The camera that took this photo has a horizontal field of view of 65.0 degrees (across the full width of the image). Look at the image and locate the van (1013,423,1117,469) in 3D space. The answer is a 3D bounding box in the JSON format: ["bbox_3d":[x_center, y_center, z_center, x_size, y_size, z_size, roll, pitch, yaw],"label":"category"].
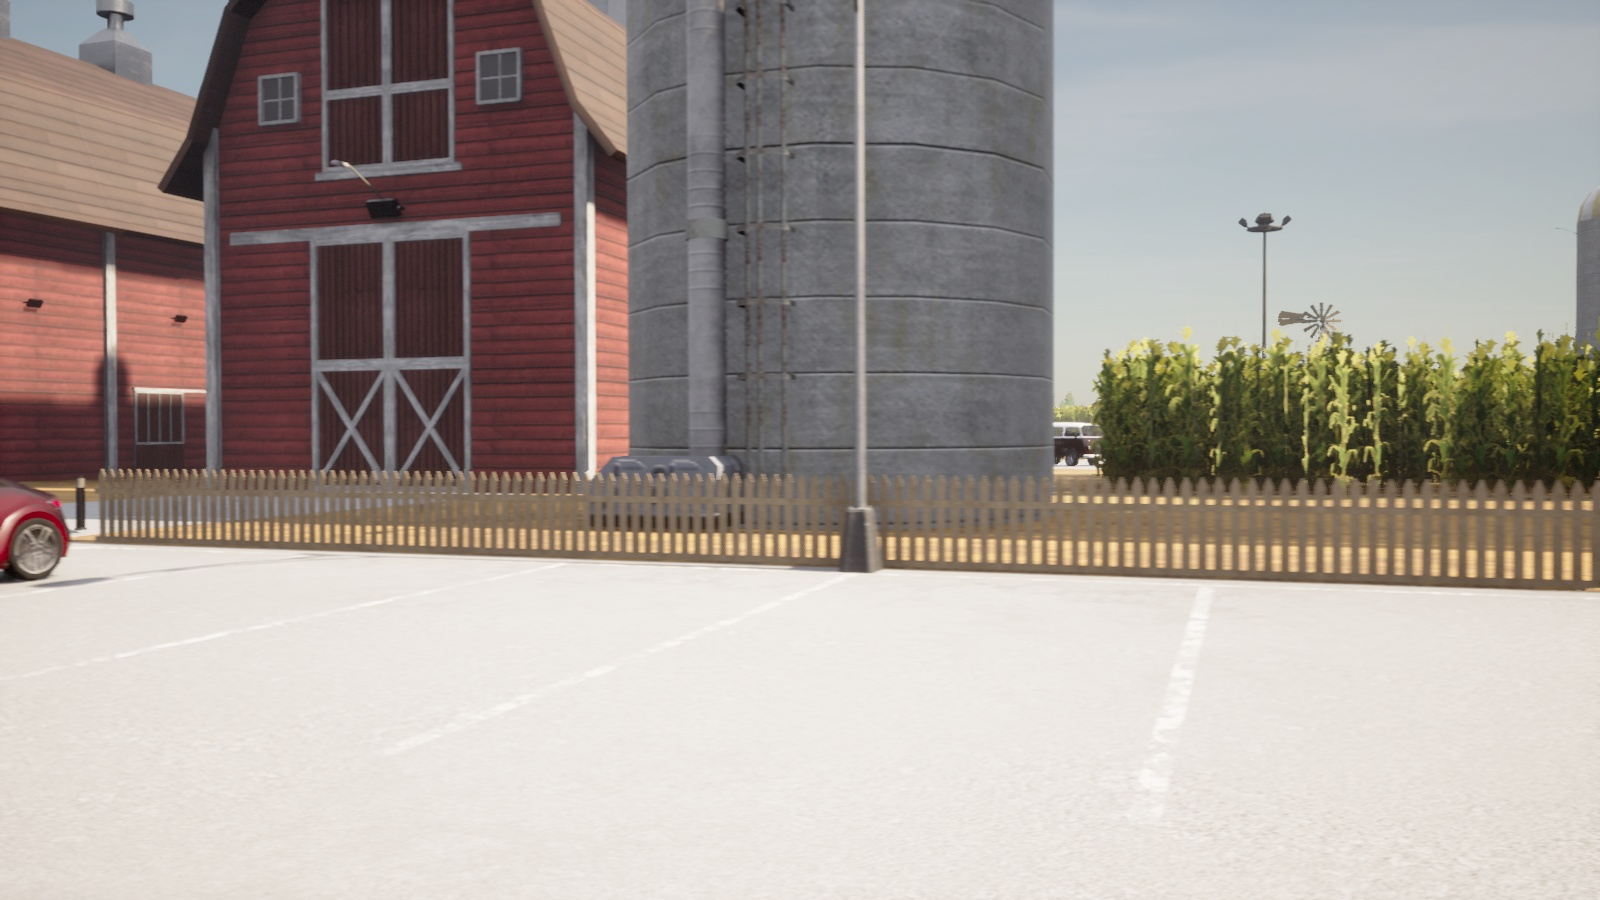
[{"bbox_3d":[12.189,-0.194,58.065,2.069,2.038,4.480,0,1,-35],"label":"van"}]
